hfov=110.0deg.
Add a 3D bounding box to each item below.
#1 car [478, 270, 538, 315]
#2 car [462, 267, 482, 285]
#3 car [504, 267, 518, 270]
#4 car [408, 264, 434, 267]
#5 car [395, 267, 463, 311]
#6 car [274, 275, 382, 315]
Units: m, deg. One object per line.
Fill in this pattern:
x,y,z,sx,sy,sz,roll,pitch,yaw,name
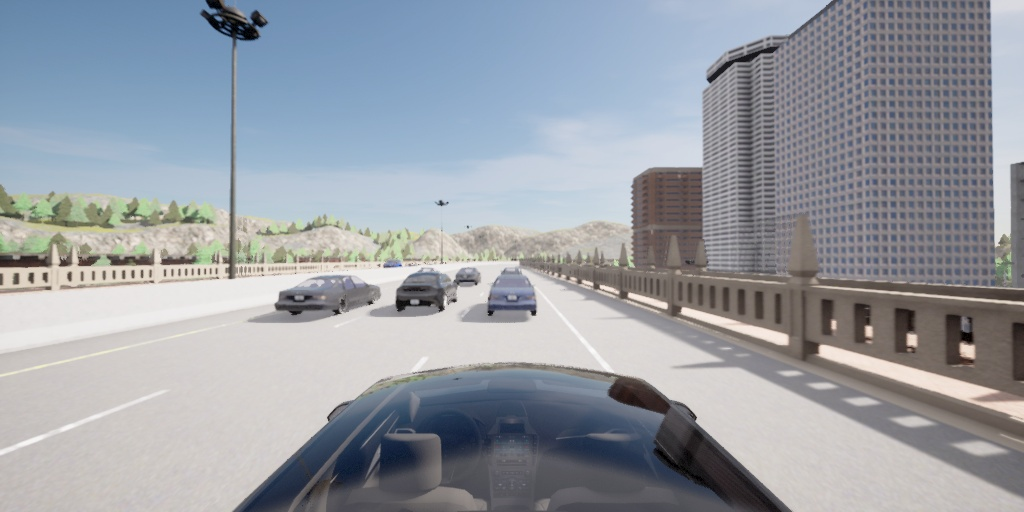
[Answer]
0.012,1.447,14.339,2.033,1.411,5.357,0,-1,0,car
-3.563,1.625,29.459,2.033,1.411,5.357,0,-1,-1,car
-0.079,1.655,30.546,1.994,1.385,4.181,0,-1,-1,car
-7.076,1.653,30.384,1.994,1.385,4.181,0,-1,-1,car
-3.480,1.418,15.318,1.837,1.490,4.892,0,0,0,car
-6.990,1.446,14.309,2.033,1.411,5.357,0,-1,0,car
